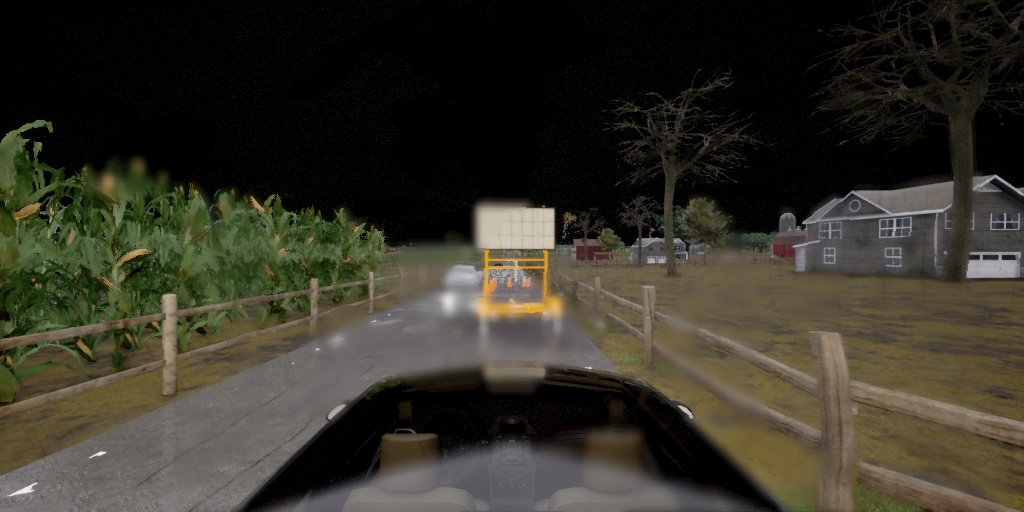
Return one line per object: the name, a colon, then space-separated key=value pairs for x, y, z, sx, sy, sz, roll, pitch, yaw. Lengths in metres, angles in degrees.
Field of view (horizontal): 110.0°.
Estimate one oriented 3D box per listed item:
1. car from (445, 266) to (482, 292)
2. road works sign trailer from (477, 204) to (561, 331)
car: x=-2.834 y=1.315 z=21.704 sx=1.812 sy=1.442 sz=4.674 roll=0 pitch=0 yaw=0
road works sign trailer: x=0.122 y=0.227 z=11.047 sx=2.380 sy=3.560 sz=2.880 roll=0 pitch=0 yaw=-5
